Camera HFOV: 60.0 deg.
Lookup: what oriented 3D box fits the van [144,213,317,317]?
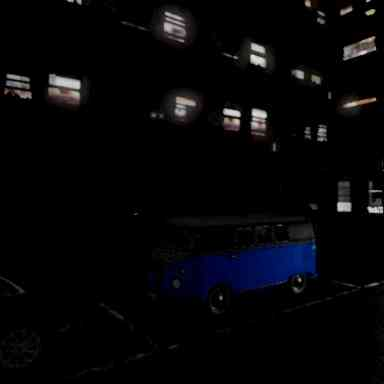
[{"bbox_3d":[0.987,1.386,7.240,3.998,1.788,1.690,1,-1,-36],"label":"van"}]

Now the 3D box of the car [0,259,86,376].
[{"bbox_3d":[-3.572,1.545,3.982,4.403,1.369,2.008,1,-1,-36],"label":"car"}]
